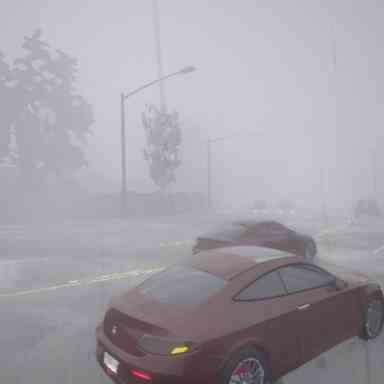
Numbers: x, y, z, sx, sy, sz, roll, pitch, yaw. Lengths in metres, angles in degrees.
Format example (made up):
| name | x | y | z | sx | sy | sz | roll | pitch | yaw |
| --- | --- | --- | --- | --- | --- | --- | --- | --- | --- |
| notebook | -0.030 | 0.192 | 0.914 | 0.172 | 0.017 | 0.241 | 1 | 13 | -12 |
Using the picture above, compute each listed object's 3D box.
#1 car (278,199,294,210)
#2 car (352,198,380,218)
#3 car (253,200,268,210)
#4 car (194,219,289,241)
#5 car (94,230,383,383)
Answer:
| name | x | y | z | sx | sy | sz | roll | pitch | yaw |
| --- | --- | --- | --- | --- | --- | --- | --- | --- | --- |
| car | 13.181 | 1.756 | 46.903 | 1.882 | 1.535 | 5.008 | -1 | -1 | 10 |
| car | 16.576 | 1.449 | 31.870 | 2.097 | 1.767 | 4.553 | -1 | -1 | 22 |
| car | 9.739 | 1.888 | 47.548 | 1.994 | 1.385 | 4.181 | -1 | -1 | 10 |
| car | 2.003 | 1.541 | 10.179 | 4.674 | 1.442 | 1.812 | 0 | 0 | -43 |
| car | 0.987 | 1.529 | 4.766 | 4.674 | 1.442 | 1.812 | 0 | 0 | -38 |
